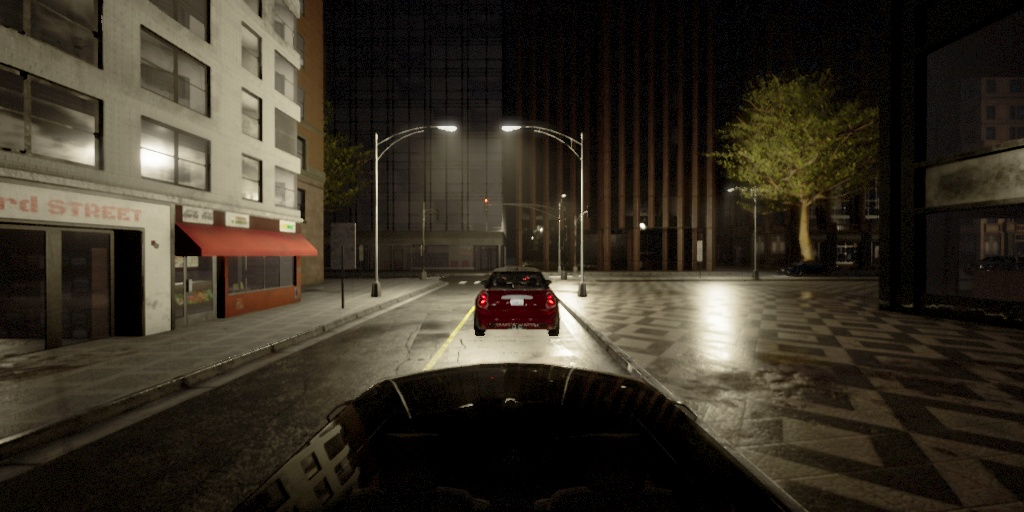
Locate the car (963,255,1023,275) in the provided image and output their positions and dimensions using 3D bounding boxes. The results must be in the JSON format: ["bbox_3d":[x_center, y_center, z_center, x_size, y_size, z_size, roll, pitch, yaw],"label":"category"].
[{"bbox_3d":[46.790,0.940,34.205,5.566,2.045,2.150,0,0,0],"label":"car"}]

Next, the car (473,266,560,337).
[{"bbox_3d":[0.125,1.099,10.467,2.097,1.767,4.553,0,0,0],"label":"car"}]

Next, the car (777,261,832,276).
[{"bbox_3d":[28.001,1.202,34.406,4.181,1.385,1.994,0,0,0],"label":"car"}]
